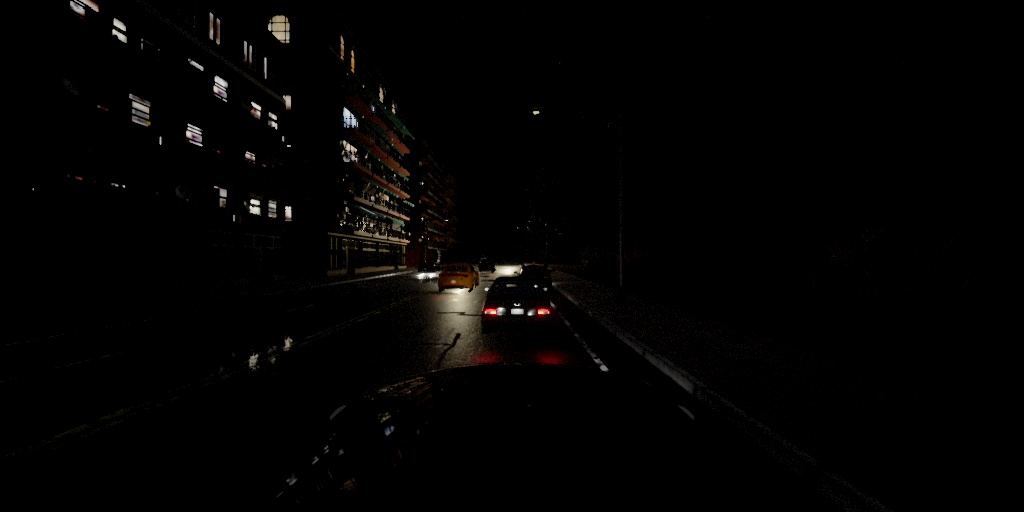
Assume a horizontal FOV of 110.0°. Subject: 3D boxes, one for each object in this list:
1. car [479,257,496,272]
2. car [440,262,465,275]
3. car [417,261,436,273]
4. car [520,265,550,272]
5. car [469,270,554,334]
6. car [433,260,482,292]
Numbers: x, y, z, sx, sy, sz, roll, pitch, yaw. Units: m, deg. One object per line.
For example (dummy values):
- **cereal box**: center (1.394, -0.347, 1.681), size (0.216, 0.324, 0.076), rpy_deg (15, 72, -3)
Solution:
- **car**: center (-3.056, 1.227, 44.189), size (1.882, 1.535, 5.008), rpy_deg (0, 0, 0)
- **car**: center (-6.518, 1.351, 39.805), size (1.895, 1.301, 4.718), rpy_deg (0, 0, 0)
- **car**: center (-9.760, 1.314, 42.452), size (1.994, 1.385, 4.181), rpy_deg (0, 0, 0)
- **car**: center (1.177, 1.257, 20.272), size (1.837, 1.490, 4.892), rpy_deg (0, 0, 0)
- **car**: center (0.120, 1.298, 10.584), size (2.033, 1.411, 5.357), rpy_deg (0, 0, 0)
- **car**: center (-3.108, 1.229, 21.582), size (1.882, 1.535, 5.008), rpy_deg (0, 0, 0)
